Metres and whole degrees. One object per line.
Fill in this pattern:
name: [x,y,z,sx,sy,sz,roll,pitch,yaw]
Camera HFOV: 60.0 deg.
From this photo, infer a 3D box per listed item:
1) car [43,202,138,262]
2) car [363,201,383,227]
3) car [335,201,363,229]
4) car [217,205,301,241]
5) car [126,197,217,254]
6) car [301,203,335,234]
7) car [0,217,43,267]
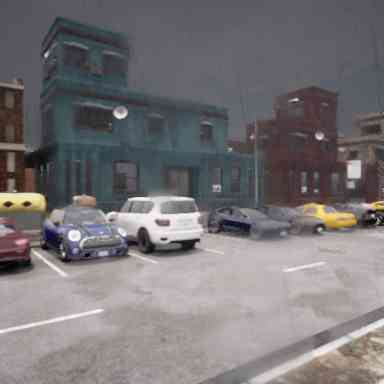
car: [-4.075,1.349,12.296,2.185,1.767,4.553,0,0,-35]
car: [9.560,1.481,21.954,2.163,1.488,4.792,0,0,-35]
car: [7.203,1.451,20.475,1.946,1.575,5.366,0,0,-35]
car: [2.792,1.489,17.087,2.163,1.488,4.792,0,0,-35]
car: [-1.778,1.217,13.919,2.435,2.045,5.566,0,0,-35]
car: [5.059,1.486,18.693,2.163,1.488,4.792,0,0,-35]
car: [-6.396,1.522,10.608,2.002,1.452,4.674,0,0,-35]
